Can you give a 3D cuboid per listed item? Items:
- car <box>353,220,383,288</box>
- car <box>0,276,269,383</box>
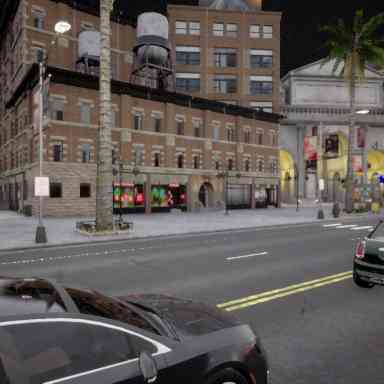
[{"bbox_3d":[5.916,1.352,7.994,4.553,1.767,2.097,0,0,-35],"label":"car"},{"bbox_3d":[-1.459,1.505,2.698,4.892,1.490,1.837,0,0,-36],"label":"car"}]
